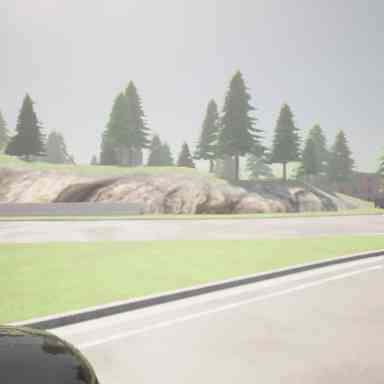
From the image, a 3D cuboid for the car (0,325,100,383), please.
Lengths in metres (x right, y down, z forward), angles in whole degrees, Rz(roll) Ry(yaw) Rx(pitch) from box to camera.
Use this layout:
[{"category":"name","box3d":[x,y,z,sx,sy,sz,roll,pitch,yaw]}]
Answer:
[{"category":"car","box3d":[-2.872,1.494,1.551,4.902,1.511,2.128,0,0,-37]}]
